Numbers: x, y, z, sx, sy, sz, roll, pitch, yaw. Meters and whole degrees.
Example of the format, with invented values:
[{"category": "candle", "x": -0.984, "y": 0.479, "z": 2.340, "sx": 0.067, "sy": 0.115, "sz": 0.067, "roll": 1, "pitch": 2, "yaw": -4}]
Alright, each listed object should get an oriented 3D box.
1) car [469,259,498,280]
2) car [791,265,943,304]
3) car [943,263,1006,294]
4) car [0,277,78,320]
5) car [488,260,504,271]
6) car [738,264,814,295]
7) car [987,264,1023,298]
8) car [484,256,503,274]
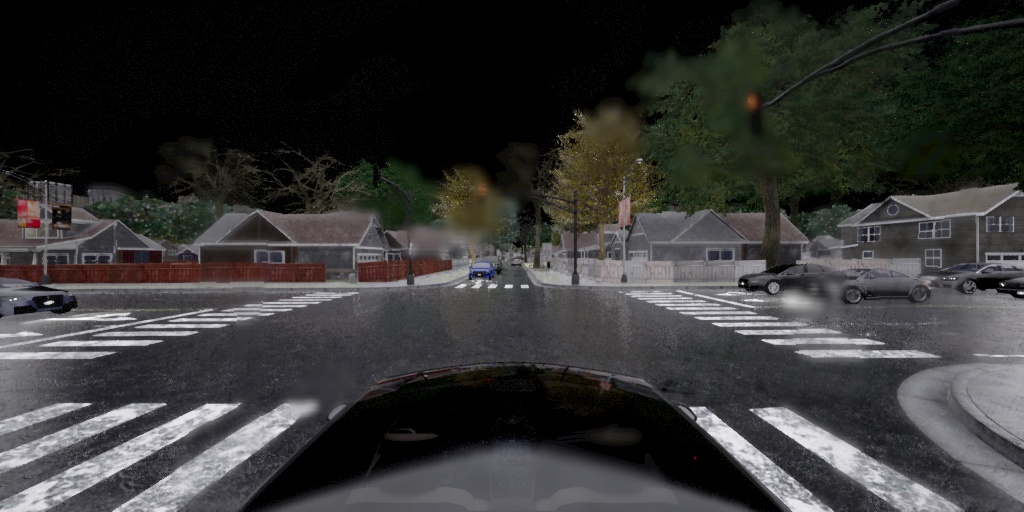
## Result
[{"category": "car", "x": -2.594, "y": 1.241, "z": 31.411, "sx": 1.882, "sy": 1.535, "sz": 5.008, "roll": 0, "pitch": 0, "yaw": 1}, {"category": "car", "x": 14.717, "y": 1.217, "z": 15.071, "sx": 4.181, "sy": 1.385, "sz": 1.994, "roll": 0, "pitch": 0, "yaw": 1}, {"category": "car", "x": 23.592, "y": 1.093, "z": 18.182, "sx": 4.902, "sy": 1.511, "sz": 2.128, "roll": 0, "pitch": 0, "yaw": 1}, {"category": "car", "x": -17.598, "y": 1.410, "z": 12.136, "sx": 4.181, "sy": 1.385, "sz": 1.994, "roll": 0, "pitch": 0, "yaw": 1}, {"category": "car", "x": -2.269, "y": 1.330, "z": 51.964, "sx": 2.033, "sy": 1.411, "sz": 5.357, "roll": 0, "pitch": 0, "yaw": 1}, {"category": "car", "x": 14.263, "y": 1.158, "z": 18.319, "sx": 4.892, "sy": 1.490, "sz": 1.837, "roll": 0, "pitch": 0, "yaw": 2}, {"category": "car", "x": 23.954, "y": 1.149, "z": 14.925, "sx": 5.357, "sy": 1.411, "sz": 2.033, "roll": 0, "pitch": 0, "yaw": 1}, {"category": "car", "x": -2.400, "y": 0.994, "z": 41.647, "sx": 2.150, "sy": 2.045, "sz": 5.566, "roll": 0, "pitch": 0, "yaw": 1}]
